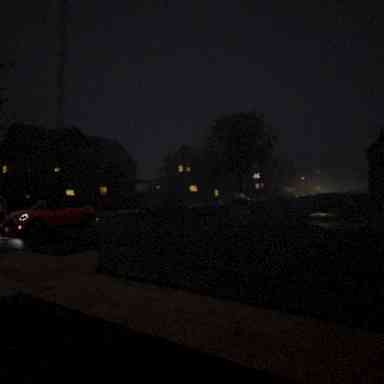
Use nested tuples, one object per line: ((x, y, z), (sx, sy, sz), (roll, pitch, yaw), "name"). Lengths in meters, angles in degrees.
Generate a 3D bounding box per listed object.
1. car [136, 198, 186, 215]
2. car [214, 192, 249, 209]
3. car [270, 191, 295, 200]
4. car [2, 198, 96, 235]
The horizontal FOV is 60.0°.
((-2.228, 1.141, 24.911), (1.994, 1.385, 4.181), (1, 2, 35), "car")
((4.048, 0.816, 33.709), (2.128, 1.511, 4.902), (1, 2, 36), "car")
((12.451, 0.536, 45.392), (2.033, 1.411, 5.357), (1, 2, 36), "car")
((-7.445, 1.142, 17.577), (2.097, 1.767, 4.553), (1, 2, 35), "car")
